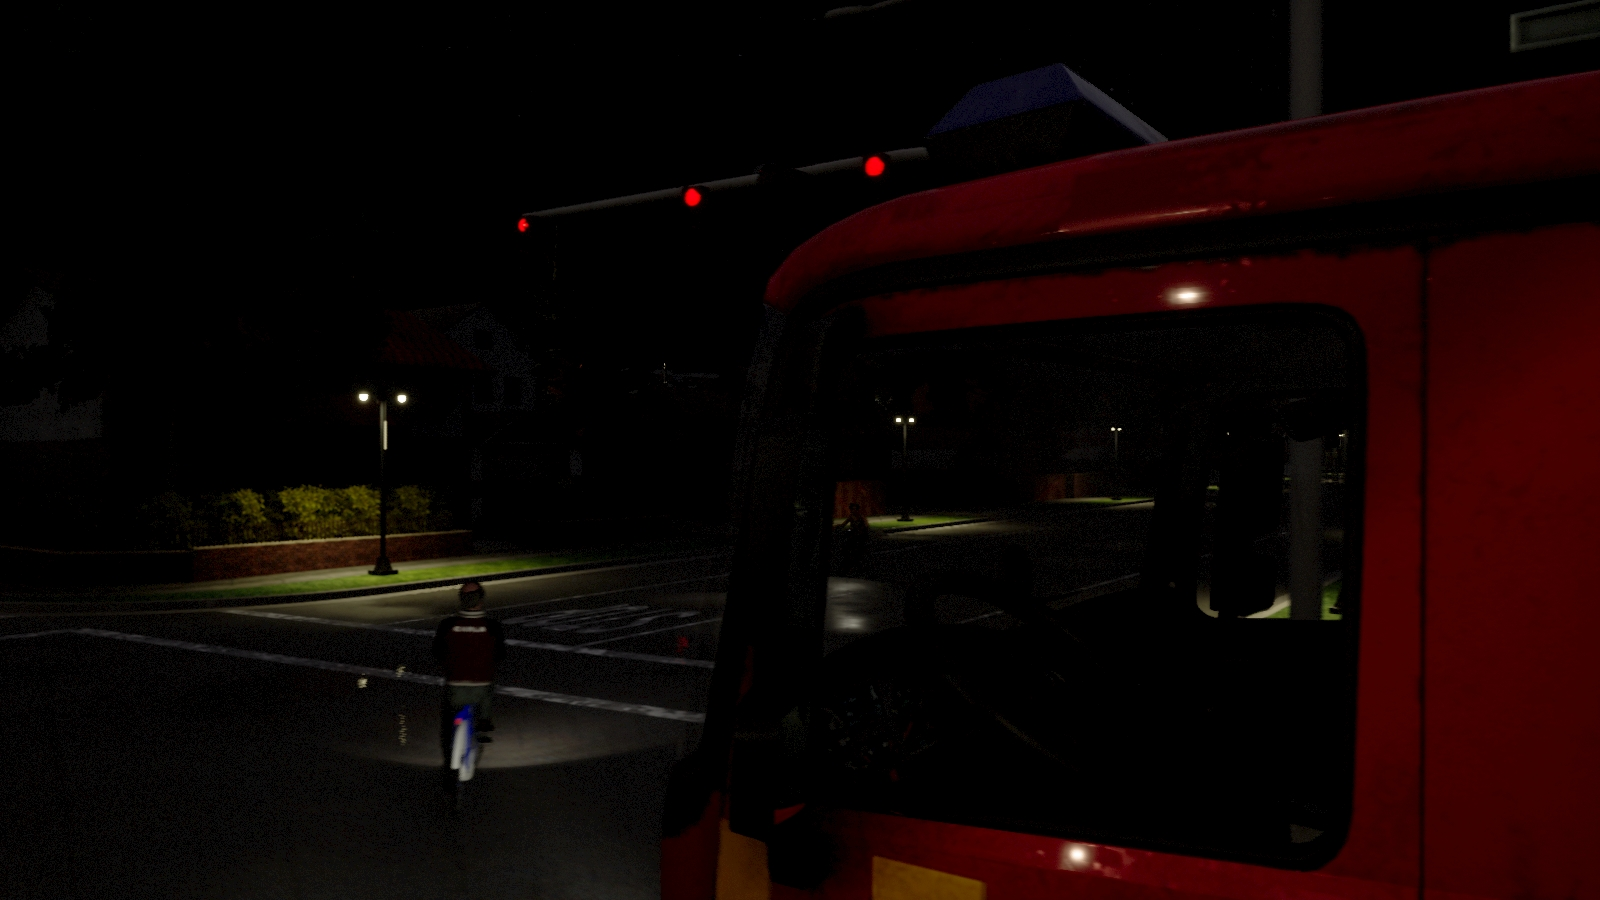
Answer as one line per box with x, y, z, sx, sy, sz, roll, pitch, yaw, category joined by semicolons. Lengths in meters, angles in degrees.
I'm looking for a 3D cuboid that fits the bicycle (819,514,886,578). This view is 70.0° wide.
1.193;2.145;25.772;0.859;1.301;1.487;0;0;34;bicycle

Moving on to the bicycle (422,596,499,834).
-2.711;2.048;9.236;0.329;1.496;1.835;3;0;-10;bicycle
